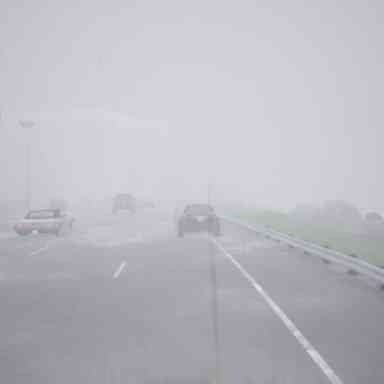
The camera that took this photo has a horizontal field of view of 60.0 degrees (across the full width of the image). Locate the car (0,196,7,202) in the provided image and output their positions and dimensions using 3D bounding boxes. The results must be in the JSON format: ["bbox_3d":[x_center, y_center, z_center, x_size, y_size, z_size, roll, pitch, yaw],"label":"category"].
[{"bbox_3d":[-36.785,1.520,64.078,1.812,1.442,4.674,0,0,-26],"label":"car"}]

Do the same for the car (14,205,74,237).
[{"bbox_3d":[-7.747,1.592,17.975,1.895,1.301,4.718,0,0,-8],"label":"car"}]

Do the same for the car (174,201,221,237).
[{"bbox_3d":[0.156,1.317,17.914,2.097,1.767,4.553,0,0,-7],"label":"car"}]

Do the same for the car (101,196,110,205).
[{"bbox_3d":[-14.573,1.440,57.855,1.837,1.490,4.892,1,-1,-23],"label":"car"}]

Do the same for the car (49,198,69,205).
[{"bbox_3d":[-15.708,1.467,39.219,2.128,1.511,4.902,0,0,-16],"label":"car"}]

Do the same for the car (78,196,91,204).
[{"bbox_3d":[-19.738,1.475,61.100,1.812,1.442,4.674,0,0,-25],"label":"car"}]

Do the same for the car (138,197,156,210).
[{"bbox_3d":[-5.846,1.464,42.232,1.812,1.442,4.674,0,0,-16],"label":"car"}]

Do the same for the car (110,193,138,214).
[{"bbox_3d":[-7.406,1.175,35.744,2.150,2.045,5.566,0,0,-15],"label":"car"}]

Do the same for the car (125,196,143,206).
[{"bbox_3d":[-9.380,1.406,53.645,1.882,1.535,5.008,0,0,-20],"label":"car"}]
